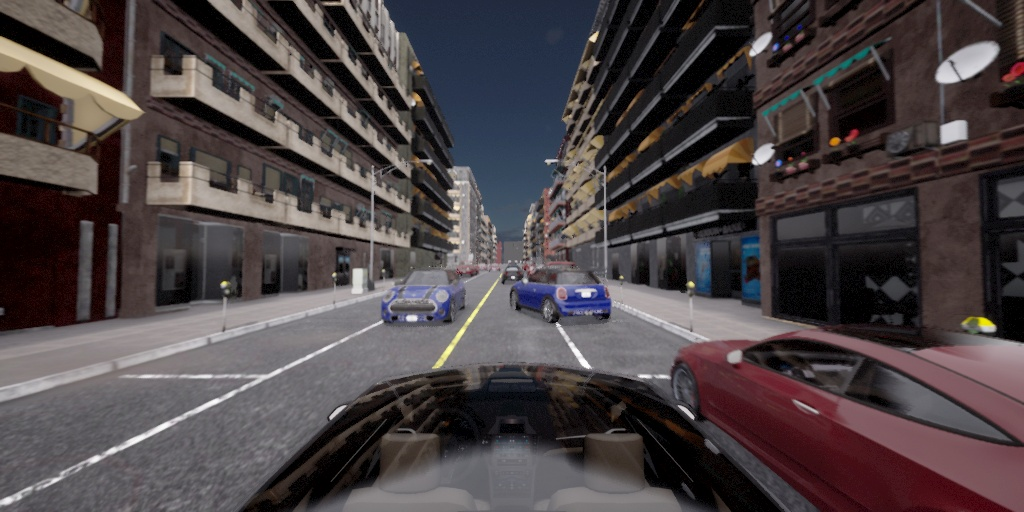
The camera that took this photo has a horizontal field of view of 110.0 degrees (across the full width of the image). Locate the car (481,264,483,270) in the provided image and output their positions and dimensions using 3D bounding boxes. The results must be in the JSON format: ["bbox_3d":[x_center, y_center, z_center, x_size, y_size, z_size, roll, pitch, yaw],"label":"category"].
[{"bbox_3d":[-5.307,1.760,47.699,1.888,1.381,4.507,0,0,0],"label":"car"}]

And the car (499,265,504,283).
[{"bbox_3d":[0.093,1.557,30.972,1.812,1.442,4.674,0,0,0],"label":"car"}]

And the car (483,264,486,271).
[{"bbox_3d":[-5.305,1.996,64.291,1.802,1.307,4.207,0,0,0],"label":"car"}]

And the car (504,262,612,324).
[{"bbox_3d":[1.520,1.204,12.830,2.097,1.767,4.553,0,-1,-20],"label":"car"}]

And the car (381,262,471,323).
[{"bbox_3d":[-2.848,1.200,12.453,2.097,1.767,4.553,0,-1,0],"label":"car"}]

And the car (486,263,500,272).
[{"bbox_3d":[-2.741,1.877,57.455,1.812,1.442,4.674,0,-1,0],"label":"car"}]

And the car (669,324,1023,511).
[{"bbox_3d":[3.023,1.286,2.910,1.812,1.442,4.674,0,-1,0],"label":"car"}]

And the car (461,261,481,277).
[{"bbox_3d":[-5.308,1.466,42.168,2.192,1.841,5.009,0,0,0],"label":"car"}]
